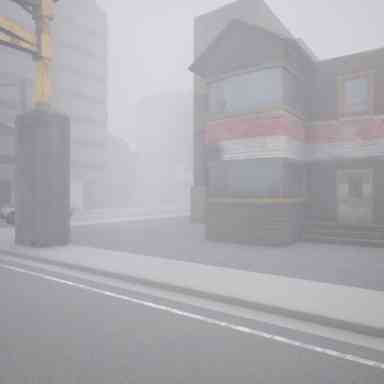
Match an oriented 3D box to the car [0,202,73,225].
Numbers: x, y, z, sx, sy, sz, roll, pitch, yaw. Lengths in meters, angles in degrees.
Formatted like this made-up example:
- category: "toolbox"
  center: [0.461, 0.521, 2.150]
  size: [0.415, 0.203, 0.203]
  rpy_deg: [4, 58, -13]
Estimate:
- category: "car"
  center: [-10.705, 1.453, 23.515]
  size: [2.038, 1.542, 4.974]
  rpy_deg: [0, 0, 16]
